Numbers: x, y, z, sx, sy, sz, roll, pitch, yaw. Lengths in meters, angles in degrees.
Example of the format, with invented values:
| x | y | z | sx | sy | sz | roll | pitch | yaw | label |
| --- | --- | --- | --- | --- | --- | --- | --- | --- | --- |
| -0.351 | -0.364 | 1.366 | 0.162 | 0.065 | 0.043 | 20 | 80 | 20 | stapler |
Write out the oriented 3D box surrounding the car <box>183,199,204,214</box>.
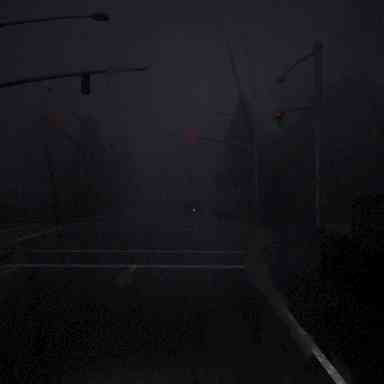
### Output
| x | y | z | sx | sy | sz | roll | pitch | yaw | label |
| --- | --- | --- | --- | --- | --- | --- | --- | --- | --- |
| 0.149 | 1.505 | 34.852 | 1.837 | 1.490 | 4.892 | 0 | 0 | -1 | car |
